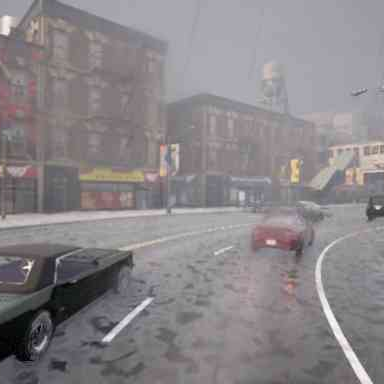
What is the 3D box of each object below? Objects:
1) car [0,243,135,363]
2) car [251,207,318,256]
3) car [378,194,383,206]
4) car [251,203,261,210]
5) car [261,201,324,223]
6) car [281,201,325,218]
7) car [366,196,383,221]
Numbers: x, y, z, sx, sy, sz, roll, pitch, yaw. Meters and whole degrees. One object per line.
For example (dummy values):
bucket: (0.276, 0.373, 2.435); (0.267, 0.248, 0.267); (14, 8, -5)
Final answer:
car: (-2.638, 1.569, 5.918); (1.895, 1.301, 4.718); (1, 0, 11)
car: (3.697, 1.546, 13.291); (1.812, 1.442, 4.674); (0, 0, 26)
car: (37.846, 1.518, 63.421); (5.566, 2.045, 2.435); (0, 0, -41)
car: (7.930, 1.602, 34.142); (4.181, 1.385, 1.994); (0, 0, -40)
car: (7.620, 1.593, 24.274); (5.357, 1.411, 2.033); (0, 0, -43)
car: (10.670, 1.592, 31.878); (4.674, 1.442, 1.812); (0, 0, -40)
car: (16.245, 1.346, 27.163); (5.566, 2.045, 2.150); (0, 0, -40)
